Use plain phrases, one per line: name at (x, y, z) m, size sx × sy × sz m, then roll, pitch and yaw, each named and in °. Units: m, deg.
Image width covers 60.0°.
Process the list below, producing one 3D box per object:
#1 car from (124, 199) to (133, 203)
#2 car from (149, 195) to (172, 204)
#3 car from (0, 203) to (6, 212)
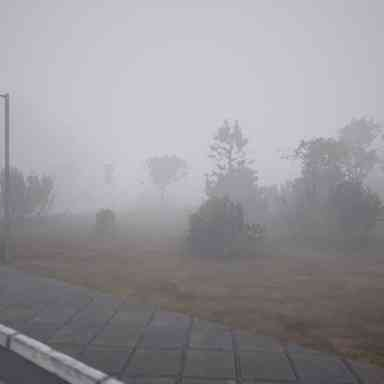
car at (-9.261, 1.418, 57.262) m, size 1.895 × 1.301 × 4.718 m, roll 0°, pitch 1°, yaw 39°
car at (-5.555, 1.287, 56.281) m, size 2.128 × 1.511 × 4.902 m, roll 0°, pitch 1°, yaw 39°
car at (-20.334, 1.486, 37.970) m, size 1.837 × 1.490 × 4.892 m, roll 0°, pitch 0°, yaw 39°
